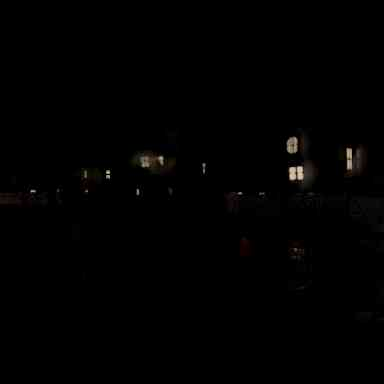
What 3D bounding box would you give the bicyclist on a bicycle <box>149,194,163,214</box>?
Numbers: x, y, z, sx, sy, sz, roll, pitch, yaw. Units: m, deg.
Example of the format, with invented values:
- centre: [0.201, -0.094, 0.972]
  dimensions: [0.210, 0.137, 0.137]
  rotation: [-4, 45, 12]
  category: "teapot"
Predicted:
- centre: [-3.032, 1.012, 27.987]
  dimensions: [0.582, 1.620, 1.656]
  rotation: [0, 3, 38]
  category: "bicyclist on a bicycle"
